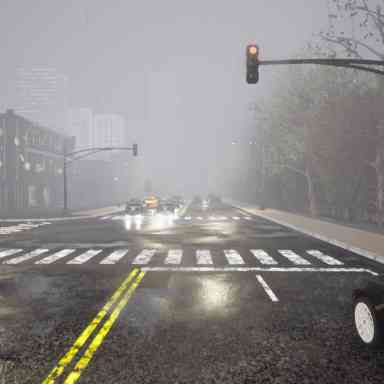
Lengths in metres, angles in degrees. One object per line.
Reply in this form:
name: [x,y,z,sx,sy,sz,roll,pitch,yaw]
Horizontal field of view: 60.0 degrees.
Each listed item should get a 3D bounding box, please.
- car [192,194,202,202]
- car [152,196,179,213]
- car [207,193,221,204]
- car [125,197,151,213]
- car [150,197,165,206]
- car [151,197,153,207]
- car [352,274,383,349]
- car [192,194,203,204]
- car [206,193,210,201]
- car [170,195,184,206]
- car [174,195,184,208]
car: [1.179,1.325,77.120,2.097,1.767,4.553,0,0,1]
car: [-2.830,1.481,36.704,2.128,1.511,4.902,0,0,-2]
car: [4.294,1.481,61.687,1.837,1.490,4.892,0,0,1]
car: [-6.046,1.481,36.376,2.128,1.511,4.902,0,0,-1]
car: [-5.714,1.545,55.940,1.994,1.385,4.181,0,0,2]
car: [-5.884,1.463,45.889,1.882,1.535,5.008,0,0,1]
car: [3.397,1.477,3.220,1.882,1.535,5.008,0,0,1]
car: [1.042,1.526,61.476,2.033,1.411,5.357,0,0,1]
car: [4.422,1.195,76.637,2.150,2.045,5.566,0,0,1]
car: [-2.470,1.332,56.503,2.097,1.767,4.553,0,0,1]
car: [-2.630,1.476,46.212,2.128,1.511,4.902,0,0,1]
